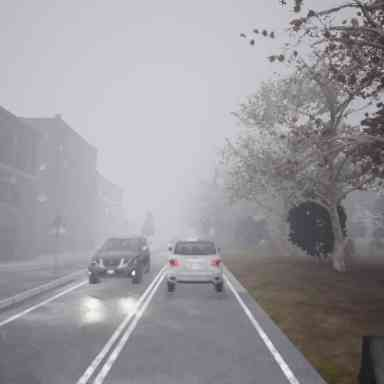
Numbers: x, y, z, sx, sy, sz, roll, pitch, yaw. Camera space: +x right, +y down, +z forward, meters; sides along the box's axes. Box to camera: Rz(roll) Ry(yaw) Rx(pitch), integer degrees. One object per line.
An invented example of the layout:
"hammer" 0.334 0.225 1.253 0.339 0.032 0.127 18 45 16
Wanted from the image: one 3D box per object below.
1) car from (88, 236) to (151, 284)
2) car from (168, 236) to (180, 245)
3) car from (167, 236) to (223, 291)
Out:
"car" -3.327 3.208 16.411 2.150 2.045 5.566 0 -6 0
"car" -3.090 8.461 58.505 1.837 1.490 4.892 0 -7 1
"car" 0.119 3.026 14.706 2.150 2.045 5.566 0 -6 0
